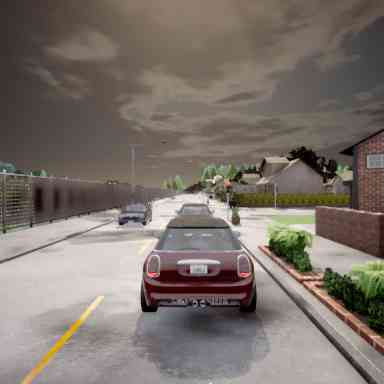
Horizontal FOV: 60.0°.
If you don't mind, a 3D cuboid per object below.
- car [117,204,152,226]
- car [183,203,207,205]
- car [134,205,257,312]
[{"bbox_3d":[-3.933,1.554,23.980,2.033,1.411,5.357,0,0,0],"label":"car"},{"bbox_3d":[0.149,1.352,17.550,2.097,1.767,4.553,0,0,0],"label":"car"},{"bbox_3d":[0.119,1.352,7.853,2.097,1.767,4.553,0,0,0],"label":"car"}]
